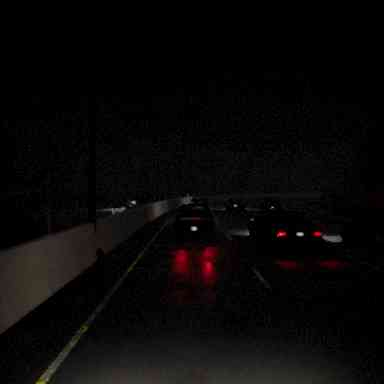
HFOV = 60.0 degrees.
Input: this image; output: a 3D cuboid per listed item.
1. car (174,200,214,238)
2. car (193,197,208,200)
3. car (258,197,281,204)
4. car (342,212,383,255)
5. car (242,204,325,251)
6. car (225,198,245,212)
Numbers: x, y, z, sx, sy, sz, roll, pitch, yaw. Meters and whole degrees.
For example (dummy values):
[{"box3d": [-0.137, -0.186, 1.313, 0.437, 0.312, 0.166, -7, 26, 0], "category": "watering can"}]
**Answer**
[{"box3d": [0.099, 1.359, 16.821, 2.128, 1.511, 4.902, 0, 0, 0], "category": "car"}, {"box3d": [0.880, 1.226, 33.830, 2.128, 1.511, 4.902, 0, 0, 6], "category": "car"}, {"box3d": [7.925, 1.239, 33.923, 1.837, 1.490, 4.892, 0, 0, 7], "category": "car"}, {"box3d": [7.087, 1.433, 11.802, 1.812, 1.442, 4.674, 0, 0, 0], "category": "car"}, {"box3d": [3.599, 1.440, 13.574, 2.033, 1.411, 5.357, 0, 0, 0], "category": "car"}, {"box3d": [4.491, 1.294, 34.437, 1.994, 1.385, 4.181, 0, 0, 7], "category": "car"}]
